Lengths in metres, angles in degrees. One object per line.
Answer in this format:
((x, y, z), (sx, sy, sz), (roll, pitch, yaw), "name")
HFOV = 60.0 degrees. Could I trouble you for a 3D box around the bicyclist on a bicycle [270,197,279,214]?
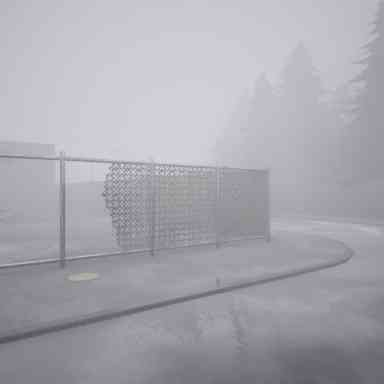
((7.935, 1.349, 32.468), (1.656, 1.620, 0.582), (0, 0, -36), "bicyclist on a bicycle")
